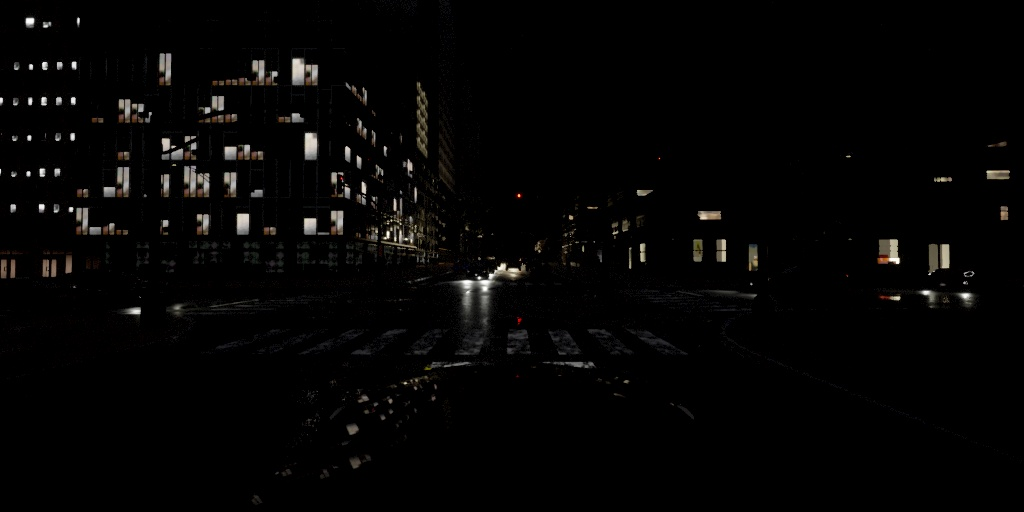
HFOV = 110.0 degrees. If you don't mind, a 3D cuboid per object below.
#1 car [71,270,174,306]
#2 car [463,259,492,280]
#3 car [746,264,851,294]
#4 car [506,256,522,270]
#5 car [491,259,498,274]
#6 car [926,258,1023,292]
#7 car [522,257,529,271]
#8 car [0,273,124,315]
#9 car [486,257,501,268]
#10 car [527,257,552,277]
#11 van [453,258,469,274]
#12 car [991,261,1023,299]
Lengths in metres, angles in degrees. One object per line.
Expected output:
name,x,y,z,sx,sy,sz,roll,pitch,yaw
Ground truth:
car,-17.868,1.360,15.783,5.008,1.535,1.882,-1,-1,1
car,-3.018,1.281,32.071,1.812,1.442,4.674,0,0,-1
car,14.766,1.153,18.609,4.674,1.442,1.812,-1,-1,1
car,0.193,1.110,52.402,2.097,1.767,4.553,0,0,0
car,-3.024,1.321,42.020,1.994,1.385,4.181,0,0,0
car,24.477,0.889,18.496,4.553,1.767,2.097,0,-1,1
car,2.774,1.072,46.320,2.192,1.841,5.009,0,0,0
car,-17.398,1.413,13.170,4.207,1.307,1.802,0,0,1
car,-3.003,1.305,52.300,2.033,1.411,5.357,0,0,0
car,2.752,1.196,34.972,1.967,1.591,4.097,0,0,0
van,-5.618,1.097,40.623,1.690,1.789,3.998,0,0,0
car,20.710,0.995,12.734,4.829,1.417,1.751,0,0,1
